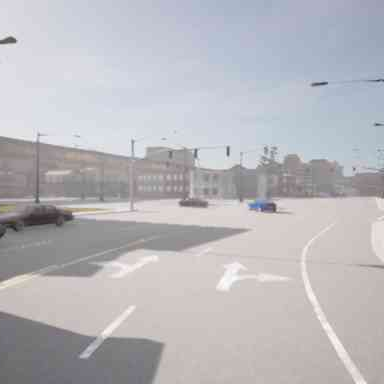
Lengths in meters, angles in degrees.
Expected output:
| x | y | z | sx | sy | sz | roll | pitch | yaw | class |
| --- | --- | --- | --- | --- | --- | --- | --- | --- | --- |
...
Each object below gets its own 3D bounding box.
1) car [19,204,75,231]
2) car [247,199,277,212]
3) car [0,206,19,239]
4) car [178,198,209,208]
| x | y | z | sx | sy | sz | roll | pitch | yaw | class |
| --- | --- | --- | --- | --- | --- | --- | --- | --- | --- |
| -9.569 | 1.451 | 20.096 | 2.033 | 1.411 | 5.357 | 1 | 0 | 23 | car |
| 8.213 | 1.562 | 39.450 | 1.882 | 1.535 | 5.008 | 1 | 0 | -13 | car |
| -8.923 | 1.399 | 11.681 | 2.128 | 1.511 | 4.902 | 1 | 0 | 15 | car |
| 0.186 | 1.550 | 48.445 | 4.674 | 1.442 | 1.812 | 1 | 0 | 28 | car |
